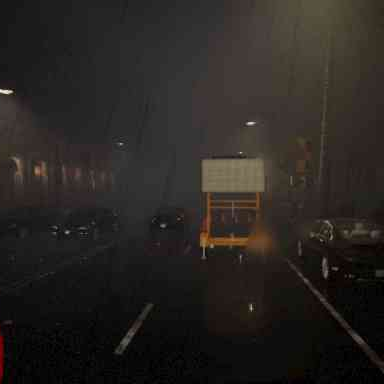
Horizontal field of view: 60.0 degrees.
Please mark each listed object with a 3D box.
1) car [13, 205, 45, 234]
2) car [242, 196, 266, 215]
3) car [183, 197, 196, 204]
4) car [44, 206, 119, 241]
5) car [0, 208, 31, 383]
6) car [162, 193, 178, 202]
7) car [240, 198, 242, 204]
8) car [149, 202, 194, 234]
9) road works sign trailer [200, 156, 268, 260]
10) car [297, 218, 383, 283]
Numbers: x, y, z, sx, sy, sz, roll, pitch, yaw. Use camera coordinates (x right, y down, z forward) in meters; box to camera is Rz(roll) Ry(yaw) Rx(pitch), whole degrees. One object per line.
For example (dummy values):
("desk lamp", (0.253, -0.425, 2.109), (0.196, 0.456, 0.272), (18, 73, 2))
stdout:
("car", (-8.630, 1.469, 17.241), (1.882, 1.535, 5.008), (0, 0, 6))
("car", (7.357, 1.337, 38.746), (2.185, 1.767, 4.553), (0, 0, 6))
("car", (-0.381, 1.586, 60.204), (2.033, 1.411, 5.357), (0, 0, 7))
("car", (-5.158, 1.497, 16.790), (1.837, 1.490, 4.892), (0, 0, 6))
("car", (-3.084, 1.221, 0.853), (2.150, 2.045, 5.566), (0, 0, 6))
("car", (-3.862, 1.299, 60.571), (2.150, 2.045, 5.566), (0, 0, 7))
("car", (9.913, 1.487, 60.528), (2.161, 1.482, 4.786), (0, 0, 6))
("car", (-1.202, 1.517, 19.086), (1.812, 1.442, 4.674), (0, 0, 6))
("road works sign trailer", (1.536, 0.459, 12.482), (2.380, 3.560, 2.880), (0, 0, 6))
("car", (4.334, 1.477, 9.527), (2.231, 1.521, 4.892), (0, 0, 6))
